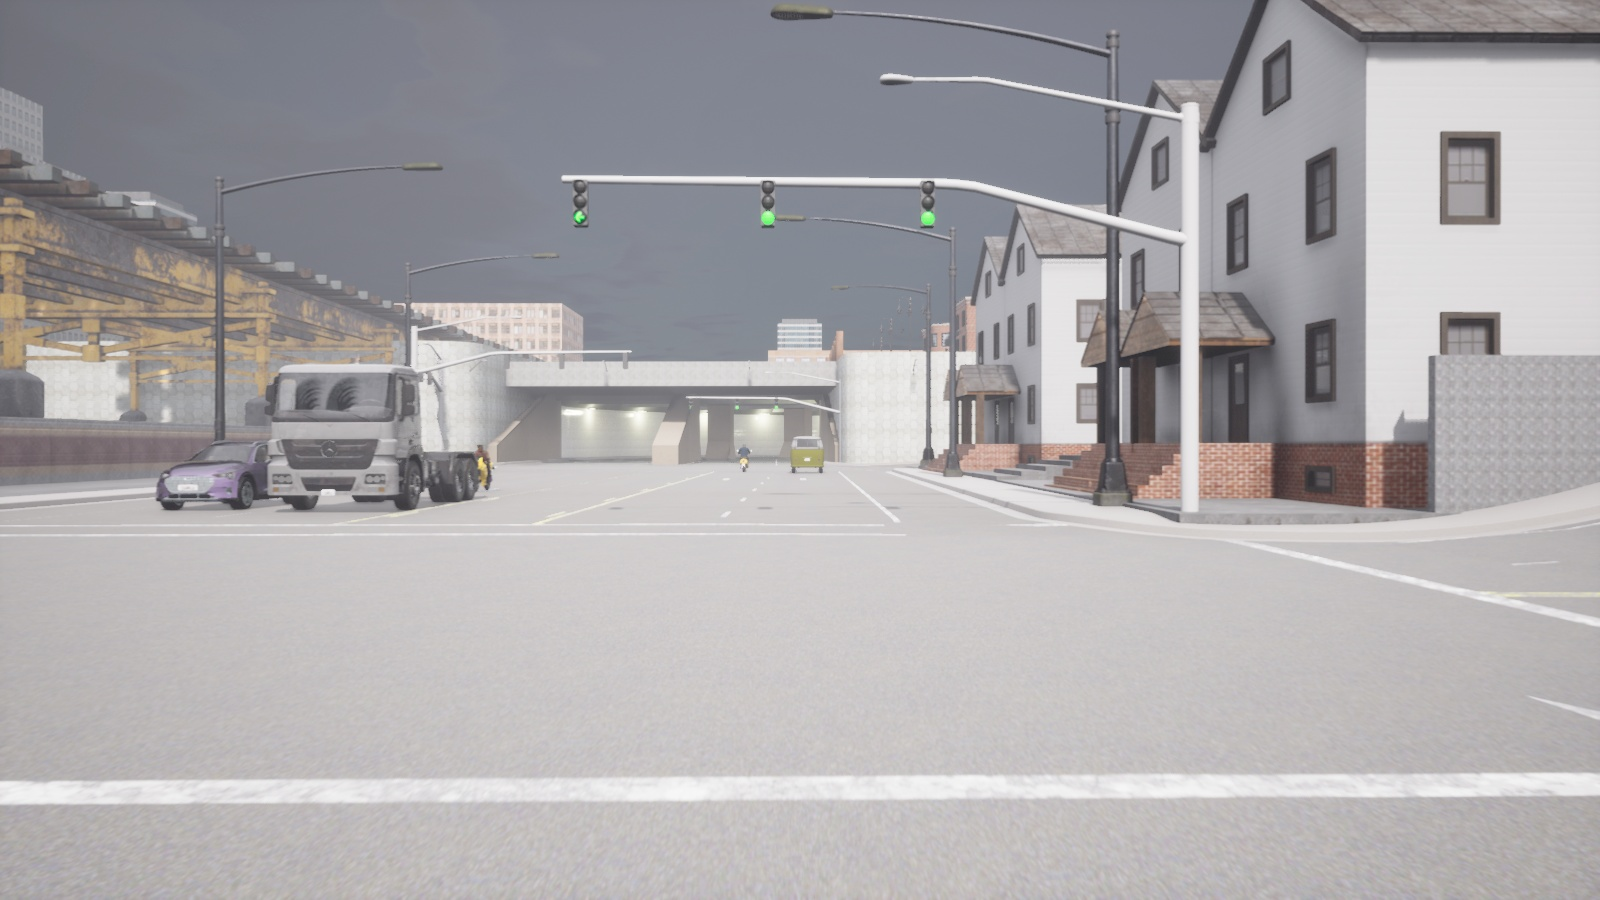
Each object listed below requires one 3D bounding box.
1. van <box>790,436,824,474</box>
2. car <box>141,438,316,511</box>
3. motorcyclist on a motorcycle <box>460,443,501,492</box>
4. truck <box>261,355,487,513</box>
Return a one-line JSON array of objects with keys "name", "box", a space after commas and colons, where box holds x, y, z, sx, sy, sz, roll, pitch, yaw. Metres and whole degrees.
[{"name": "van", "box": [0.395, 0.233, 67.908, 1.775, 1.987, 4.442, 0, 0, 0]}, {"name": "car", "box": [-13.813, 0.544, 30.721, 2.033, 1.649, 4.856, 0, 0, 0]}, {"name": "motorcyclist on a motorcycle", "box": [-10.260, 0.556, 40.357, 0.797, 1.523, 2.044, 0, 1, 0]}, {"name": "truck", "box": [-10.305, -0.368, 31.418, 2.891, 3.462, 7.936, 0, 0, 0]}]
